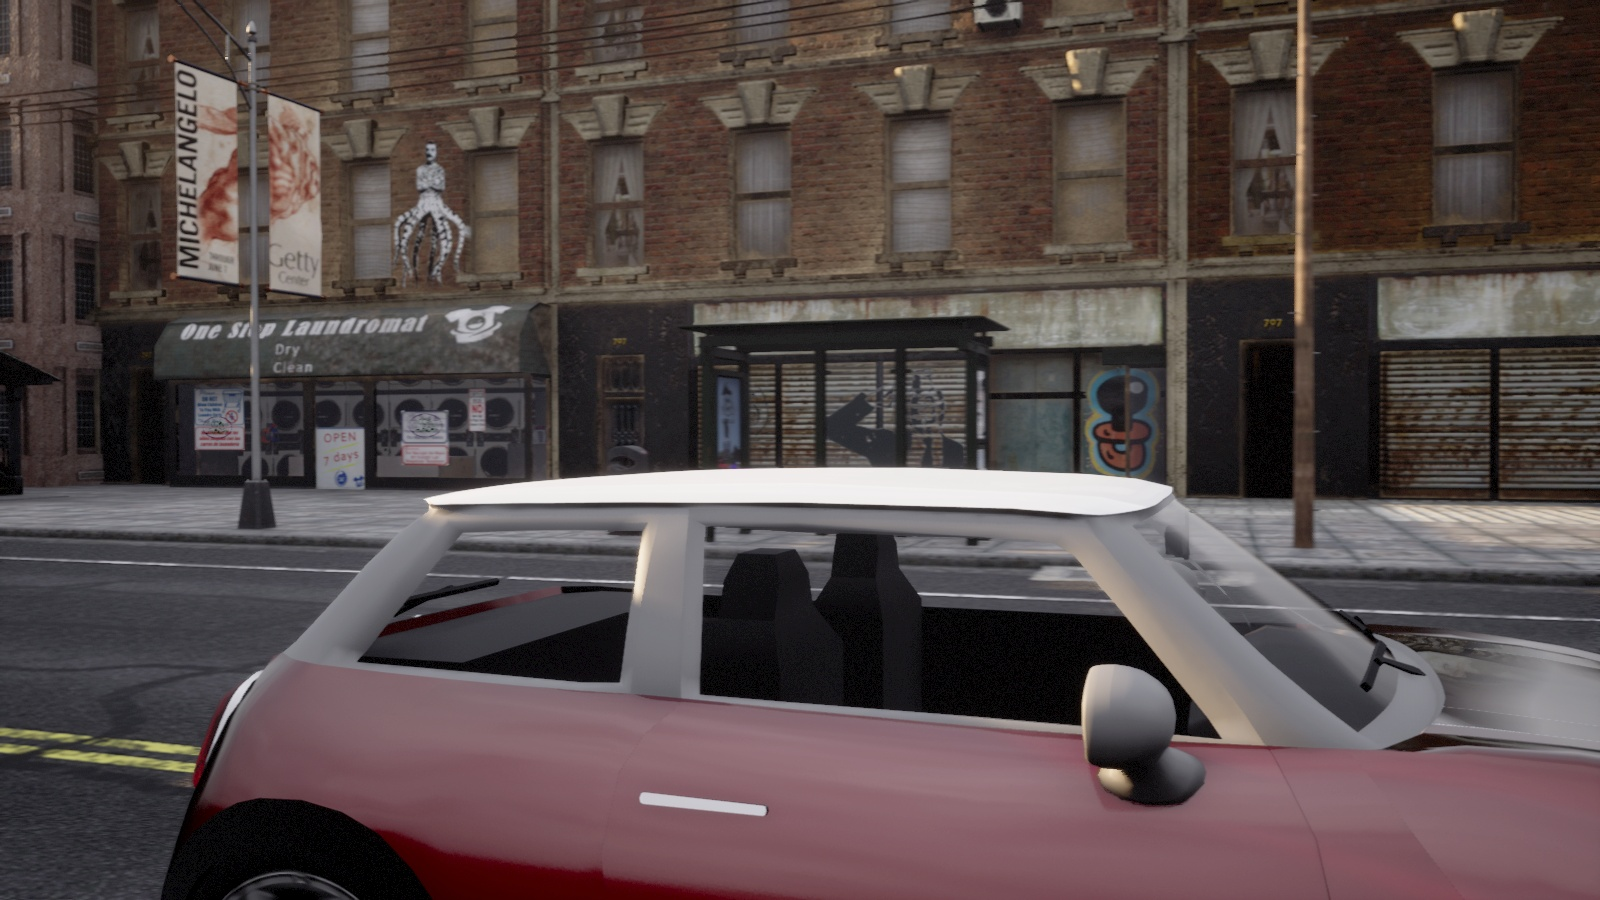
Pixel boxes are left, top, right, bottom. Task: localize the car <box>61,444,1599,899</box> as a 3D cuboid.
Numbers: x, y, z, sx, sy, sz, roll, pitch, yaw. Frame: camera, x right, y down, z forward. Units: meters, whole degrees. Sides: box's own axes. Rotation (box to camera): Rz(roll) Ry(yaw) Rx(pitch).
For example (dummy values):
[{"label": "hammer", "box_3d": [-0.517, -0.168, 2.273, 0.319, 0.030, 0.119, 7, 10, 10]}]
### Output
[{"label": "car", "box_3d": [0.542, 0.747, 3.008, 3.806, 1.475, 1.970, 1, 1, 19]}]
